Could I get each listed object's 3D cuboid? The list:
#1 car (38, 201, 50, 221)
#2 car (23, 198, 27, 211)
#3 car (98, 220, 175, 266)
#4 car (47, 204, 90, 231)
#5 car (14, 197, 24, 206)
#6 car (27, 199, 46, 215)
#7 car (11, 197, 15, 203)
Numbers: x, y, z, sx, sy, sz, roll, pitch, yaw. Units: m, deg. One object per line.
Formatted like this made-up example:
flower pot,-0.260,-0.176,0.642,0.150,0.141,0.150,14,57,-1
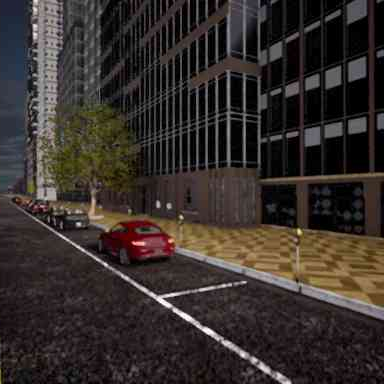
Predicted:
car,-10.698,1.684,26.443,2.008,1.369,4.403,0,0,-30
car,-19.351,1.629,41.166,1.967,1.590,4.097,0,0,-30
car,-2.044,1.645,11.721,1.802,1.307,4.206,0,0,-30
car,-7.813,1.663,21.536,2.008,1.369,4.403,0,0,-30
car,-30.889,1.799,60.796,1.887,1.381,4.507,0,0,-30
car,-16.467,1.611,36.259,1.967,1.590,4.097,0,0,-30
car,-39.543,1.857,75.518,1.947,1.339,4.313,0,0,-30
